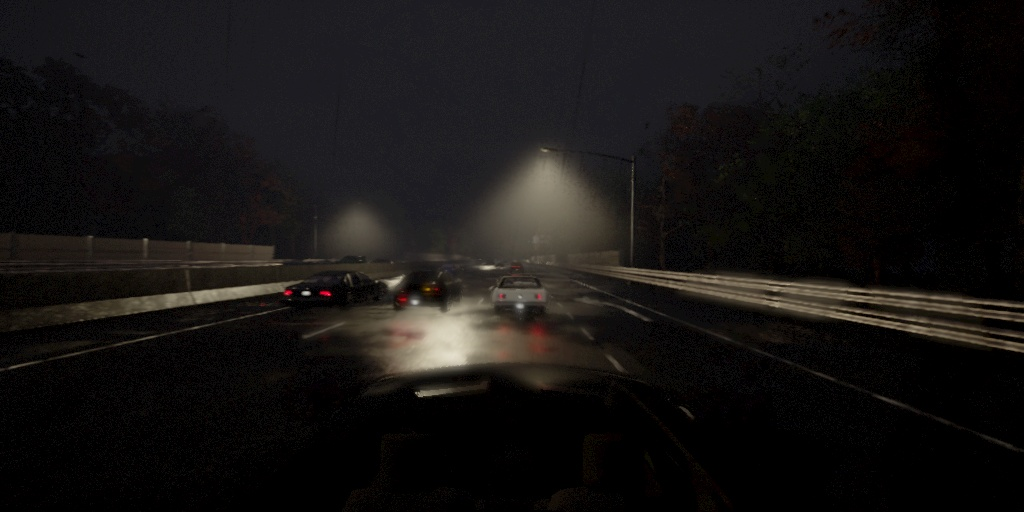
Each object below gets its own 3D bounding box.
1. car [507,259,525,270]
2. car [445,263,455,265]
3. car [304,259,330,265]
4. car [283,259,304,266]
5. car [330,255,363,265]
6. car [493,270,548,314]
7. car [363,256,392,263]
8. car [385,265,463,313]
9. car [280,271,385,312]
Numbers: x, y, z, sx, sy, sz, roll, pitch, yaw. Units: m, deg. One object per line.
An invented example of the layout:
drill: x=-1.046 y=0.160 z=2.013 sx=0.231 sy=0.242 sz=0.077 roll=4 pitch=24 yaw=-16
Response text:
car: x=0.668 y=1.574 z=49.531 sx=1.837 sy=1.490 sz=4.892 roll=1 pitch=0 yaw=1
car: x=-6.451 y=1.450 z=37.430 sx=1.994 sy=1.385 sz=4.181 roll=1 pitch=0 yaw=1
car: x=-23.906 y=1.179 z=46.160 sx=2.128 sy=1.511 sz=4.902 roll=1 pitch=0 yaw=1
car: x=-27.403 y=1.129 z=46.140 sx=2.128 sy=1.511 sz=4.902 roll=1 pitch=0 yaw=1
car: x=-20.407 y=0.952 z=45.845 sx=2.150 sy=2.045 sz=5.566 roll=1 pitch=0 yaw=1
car: x=0.317 y=1.437 z=14.398 sx=1.895 sy=1.301 sz=4.718 roll=1 pitch=0 yaw=1
car: x=-16.907 y=1.143 z=46.199 sx=2.097 sy=1.767 sz=4.553 roll=1 pitch=0 yaw=1
car: x=-3.180 y=1.291 z=14.288 sx=1.837 sy=1.490 sz=4.892 roll=1 pitch=0 yaw=1
car: x=-6.683 y=1.280 z=14.187 sx=2.033 sy=1.411 sz=5.357 roll=1 pitch=0 yaw=1
